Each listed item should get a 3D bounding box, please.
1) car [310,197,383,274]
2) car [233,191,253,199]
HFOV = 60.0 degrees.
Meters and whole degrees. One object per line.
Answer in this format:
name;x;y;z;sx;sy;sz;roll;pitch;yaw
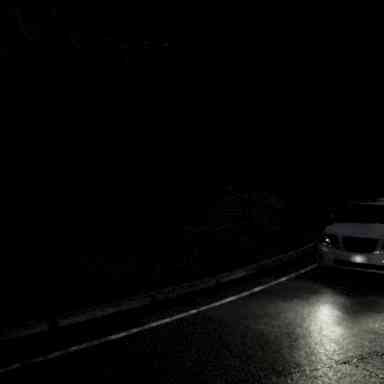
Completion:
car;5.613;1.228;10.055;2.150;2.045;5.566;0;0;38
car;14.663;1.261;92.409;4.674;1.452;2.002;-1;4;-19
